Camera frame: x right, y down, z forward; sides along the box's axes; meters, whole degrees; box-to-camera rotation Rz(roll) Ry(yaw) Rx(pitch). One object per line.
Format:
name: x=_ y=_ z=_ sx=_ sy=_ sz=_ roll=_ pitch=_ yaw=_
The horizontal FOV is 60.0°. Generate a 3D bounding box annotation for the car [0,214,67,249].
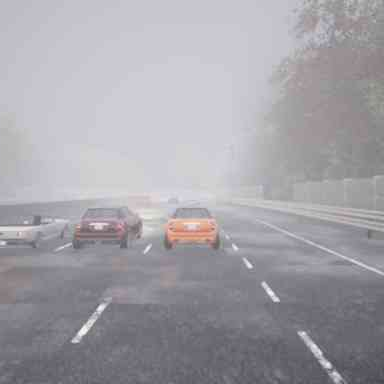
car: x=-7.004 y=1.601 z=14.588 sx=1.895 sy=1.301 sz=4.718 roll=0 pitch=0 yaw=0

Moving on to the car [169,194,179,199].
car: x=-3.509 y=1.479 z=64.262 sx=1.882 sy=1.535 sz=5.008 roll=0 pitch=0 yaw=0

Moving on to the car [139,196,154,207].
car: x=-7.008 y=1.352 z=50.049 sx=2.097 sy=1.767 sz=4.553 roll=0 pitch=0 yaw=0

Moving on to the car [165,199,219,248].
car: x=-0.002 y=1.352 z=14.796 sx=2.097 sy=1.767 sz=4.553 roll=0 pitch=0 yaw=0

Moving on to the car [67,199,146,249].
car: x=-3.505 y=1.352 z=14.637 sx=2.097 sy=1.767 sz=4.553 roll=0 pitch=0 yaw=0

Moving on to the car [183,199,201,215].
car: x=-0.006 y=1.526 z=34.386 sx=1.812 sy=1.442 sz=4.674 roll=0 pitch=0 yaw=0
